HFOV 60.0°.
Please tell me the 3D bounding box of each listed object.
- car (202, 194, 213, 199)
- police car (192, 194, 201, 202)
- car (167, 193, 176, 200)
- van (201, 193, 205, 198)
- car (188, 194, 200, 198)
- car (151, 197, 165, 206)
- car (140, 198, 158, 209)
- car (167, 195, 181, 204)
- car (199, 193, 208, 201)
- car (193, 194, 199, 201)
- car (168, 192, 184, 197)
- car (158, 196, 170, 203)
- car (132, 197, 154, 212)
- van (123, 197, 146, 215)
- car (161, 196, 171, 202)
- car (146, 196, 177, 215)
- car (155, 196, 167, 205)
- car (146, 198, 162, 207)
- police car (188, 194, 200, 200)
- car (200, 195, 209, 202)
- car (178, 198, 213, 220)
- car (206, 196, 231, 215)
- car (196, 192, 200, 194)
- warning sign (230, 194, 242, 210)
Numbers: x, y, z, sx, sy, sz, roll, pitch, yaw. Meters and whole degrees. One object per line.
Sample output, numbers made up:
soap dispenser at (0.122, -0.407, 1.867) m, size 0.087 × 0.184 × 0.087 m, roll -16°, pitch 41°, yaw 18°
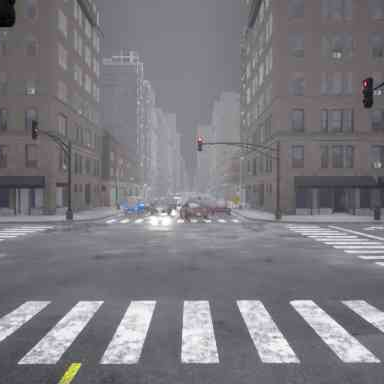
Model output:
car at (2.803, 1.443, 44.727) m, size 1.967 × 1.590 × 4.097 m, roll 0°, pitch 0°, yaw 0°
police car at (1.040, 1.422, 79.485) m, size 1.930 × 1.638 × 5.238 m, roll 0°, pitch 0°, yaw -1°
car at (-5.582, 1.307, 90.096) m, size 2.192 × 1.841 × 5.009 m, roll 0°, pitch 0°, yaw 0°
van at (2.838, 1.344, 56.066) m, size 1.690 × 1.788 × 3.998 m, roll 0°, pitch 0°, yaw 0°
car at (0.193, 1.603, 62.987) m, size 1.895 × 1.301 × 4.718 m, roll 0°, pitch 0°, yaw 0°
car at (-5.687, 1.569, 56.087) m, size 1.947 × 1.339 × 4.313 m, roll 0°, pitch 0°, yaw 0°
car at (-5.722, 1.569, 44.750) m, size 1.947 × 1.339 × 4.313 m, roll 0°, pitch 0°, yaw 0°
car at (-2.966, 1.495, 43.800) m, size 2.128 × 1.511 × 4.902 m, roll 0°, pitch 0°, yaw 0°
car at (2.926, 1.310, 84.412) m, size 2.192 × 1.841 × 5.009 m, roll 0°, pitch 0°, yaw 0°
car at (1.062, 1.448, 89.580) m, size 1.801 × 1.575 × 5.366 m, roll 0°, pitch 0°, yaw 0°
car at (-2.920, 1.225, 54.530) m, size 2.150 × 2.045 × 5.566 m, roll 0°, pitch 0°, yaw 0°
car at (-5.652, 1.567, 67.423) m, size 1.947 × 1.339 × 4.313 m, roll 0°, pitch 0°, yaw 0°
car at (-5.740, 1.443, 39.082) m, size 1.967 × 1.590 × 4.097 m, roll 0°, pitch 0°, yaw 0°
van at (-5.758, 1.343, 33.413) m, size 1.690 × 1.788 × 3.998 m, roll 0°, pitch 0°, yaw 0°
car at (-5.634, 1.544, 73.091) m, size 1.887 × 1.381 × 4.507 m, roll 0°, pitch 0°, yaw 0°
car at (-3.003, 1.494, 33.555) m, size 2.128 × 1.511 × 4.902 m, roll 0°, pitch 0°, yaw 0°
car at (-5.670, 1.527, 61.585) m, size 1.752 × 1.417 × 4.829 m, roll 0°, pitch 0°, yaw 0°
car at (-5.705, 1.585, 50.418) m, size 1.802 × 1.307 × 4.206 m, roll 0°, pitch 0°, yaw 0°
police car at (0.567, 1.415, 95.408) m, size 1.930 × 1.638 × 5.238 m, roll 0°, pitch 0°, yaw -16°
car at (2.909, 1.437, 78.743) m, size 1.967 × 1.590 × 4.097 m, roll 0°, pitch 0°, yaw 0°
car at (0.184, 1.527, 27.892) m, size 1.812 × 1.442 × 4.674 m, roll -1°, pitch 0°, yaw -9°
car at (2.768, 1.442, 33.389) m, size 1.967 × 1.590 × 4.097 m, roll 0°, pitch 0°, yaw 0°
car at (0.224, 1.292, 72.961) m, size 1.882 × 1.535 × 5.008 m, roll 0°, pitch 0°, yaw 0°
warning sign at (5.188, 1.118, 39.376) m, size 1.300 × 1.860 × 1.060 m, roll 0°, pitch 0°, yaw 0°
